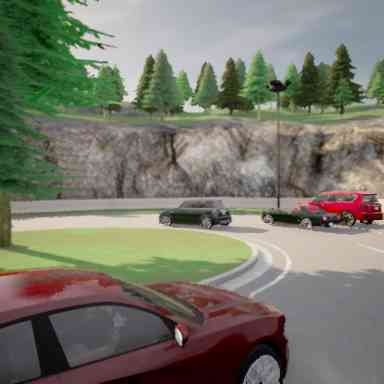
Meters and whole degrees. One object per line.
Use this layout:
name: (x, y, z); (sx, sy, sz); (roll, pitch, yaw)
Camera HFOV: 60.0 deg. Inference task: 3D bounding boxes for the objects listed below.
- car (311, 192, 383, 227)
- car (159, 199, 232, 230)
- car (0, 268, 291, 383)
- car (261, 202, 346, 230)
car: (9.258, 1.032, 21.522); (2.150, 2.045, 5.566); (0, 0, -32)
car: (0.101, 1.238, 20.551); (4.553, 1.767, 2.097); (0, 1, 35)
car: (-1.173, 1.471, 2.988); (5.008, 1.535, 1.882); (-1, 0, -37)
car: (6.324, 1.443, 19.885); (1.895, 1.301, 4.718); (-1, 0, -32)
